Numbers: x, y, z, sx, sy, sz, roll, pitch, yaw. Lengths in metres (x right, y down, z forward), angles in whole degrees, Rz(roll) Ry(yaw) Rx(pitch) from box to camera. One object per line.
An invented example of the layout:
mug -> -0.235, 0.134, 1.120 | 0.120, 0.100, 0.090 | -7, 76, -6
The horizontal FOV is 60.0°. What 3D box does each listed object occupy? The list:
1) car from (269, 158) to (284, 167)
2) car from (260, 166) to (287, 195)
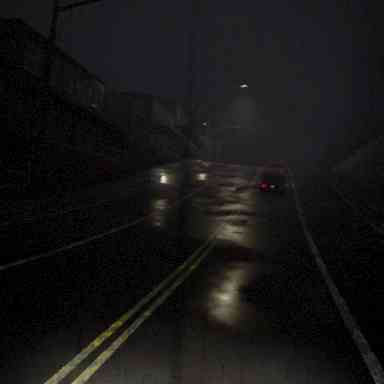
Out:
car -> 12.123, -4.154, 47.691 | 1.882, 1.535, 5.008 | 6, 4, 14
car -> 6.334, -0.762, 25.911 | 2.033, 1.411, 5.357 | 6, 12, 14
